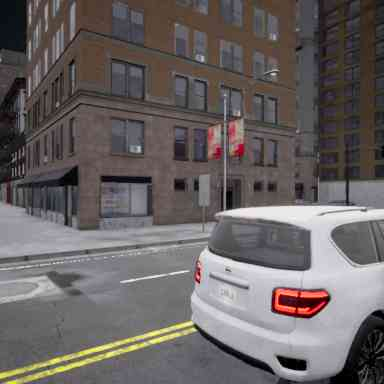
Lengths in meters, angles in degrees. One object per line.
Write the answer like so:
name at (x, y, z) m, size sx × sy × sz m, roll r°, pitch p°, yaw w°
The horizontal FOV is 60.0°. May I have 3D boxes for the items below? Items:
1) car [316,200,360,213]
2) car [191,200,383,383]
car at (16.917, 1.596, 38.706) m, size 1.947 × 1.339 × 4.313 m, roll 0°, pitch 0°, yaw -35°
car at (2.598, 1.222, 5.282) m, size 5.566 × 2.045 × 2.150 m, roll 0°, pitch 0°, yaw -35°
